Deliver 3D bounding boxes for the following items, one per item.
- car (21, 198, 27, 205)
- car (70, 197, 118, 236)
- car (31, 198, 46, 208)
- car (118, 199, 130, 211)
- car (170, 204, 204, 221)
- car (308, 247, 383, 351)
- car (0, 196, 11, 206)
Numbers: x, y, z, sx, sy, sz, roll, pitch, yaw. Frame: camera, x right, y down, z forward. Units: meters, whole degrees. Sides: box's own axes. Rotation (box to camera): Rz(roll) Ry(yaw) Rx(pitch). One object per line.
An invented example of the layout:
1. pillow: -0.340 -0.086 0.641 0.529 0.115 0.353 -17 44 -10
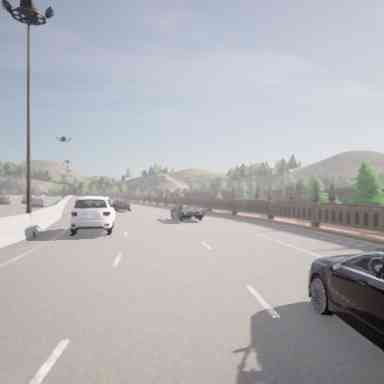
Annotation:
1. car: -33.145 1.809 67.027 1.994 1.385 4.181 0 0 -20
2. car: -5.648 1.289 19.322 2.150 2.045 5.566 0 0 -11
3. car: -23.526 1.719 50.734 1.812 1.442 4.674 0 0 -20
4. car: -8.964 1.630 41.900 2.128 1.511 4.902 0 0 -20
5. car: -0.519 1.682 27.724 1.895 1.301 4.718 0 0 -15
6. car: 3.273 1.499 4.655 2.128 1.511 4.902 0 0 -3
7. car: -34.568 1.599 60.733 2.097 1.767 4.553 0 0 -20
